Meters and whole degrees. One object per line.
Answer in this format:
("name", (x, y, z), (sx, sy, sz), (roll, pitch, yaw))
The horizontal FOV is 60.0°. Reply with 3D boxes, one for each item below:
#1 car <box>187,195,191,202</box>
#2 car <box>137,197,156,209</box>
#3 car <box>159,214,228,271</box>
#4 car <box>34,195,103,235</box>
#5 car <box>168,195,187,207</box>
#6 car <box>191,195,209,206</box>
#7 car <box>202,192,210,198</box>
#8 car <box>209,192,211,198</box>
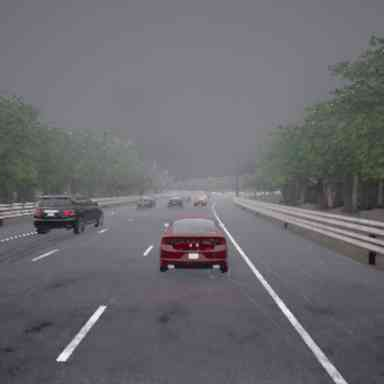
("car", (-1.127, 1.307, 66.757), (2.128, 1.511, 4.902), (0, 0, 4))
("car", (-5.942, 1.397, 43.769), (2.128, 1.511, 4.902), (0, 0, 3))
("car", (0.070, 1.463, 10.872), (1.882, 1.535, 5.008), (0, 0, 1))
("car", (-6.765, 1.186, 18.792), (2.150, 2.045, 5.566), (0, 0, 1))
("car", (-2.227, 1.374, 47.781), (1.882, 1.535, 5.008), (0, 0, 3))
("car", (1.318, 1.491, 50.702), (1.895, 1.301, 4.718), (0, 0, 3))
("car", (2.004, 1.320, 62.516), (1.882, 1.535, 5.008), (0, 0, 4))
("car", (2.996, 1.261, 77.439), (1.837, 1.490, 4.892), (0, 0, 4))
